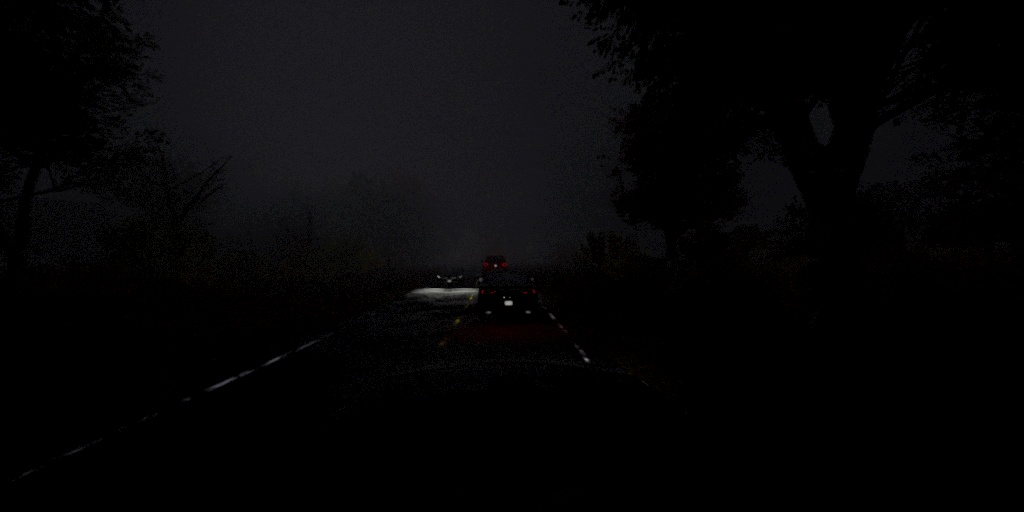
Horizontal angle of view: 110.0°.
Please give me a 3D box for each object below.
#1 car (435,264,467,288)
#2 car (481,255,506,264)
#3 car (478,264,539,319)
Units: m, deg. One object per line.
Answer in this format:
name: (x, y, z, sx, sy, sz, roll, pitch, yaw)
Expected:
car: (-3.968, 1.244, 24.007, 1.812, 1.442, 4.674, 0, 0, -4)
car: (-1.684, 0.920, 33.307, 2.150, 2.045, 5.566, 0, 0, -6)
car: (-0.186, 1.209, 12.851, 1.882, 1.535, 5.008, 0, 0, -2)
